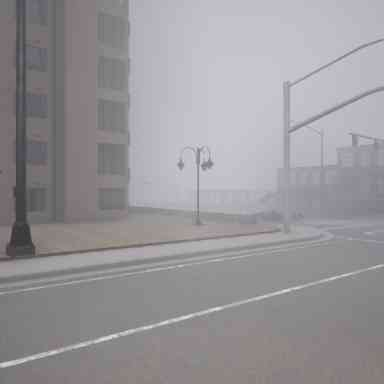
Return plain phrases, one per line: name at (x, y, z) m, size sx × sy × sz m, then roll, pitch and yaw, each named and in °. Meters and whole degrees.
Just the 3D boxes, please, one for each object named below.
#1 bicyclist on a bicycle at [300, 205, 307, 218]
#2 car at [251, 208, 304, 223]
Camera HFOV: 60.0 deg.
bicyclist on a bicycle at (13.543, 2.464, 40.664) m, size 1.656 × 1.620 × 0.582 m, roll 0°, pitch -8°, yaw -35°
car at (7.700, 2.131, 30.109) m, size 1.895 × 1.301 × 4.718 m, roll 0°, pitch -5°, yaw -36°
